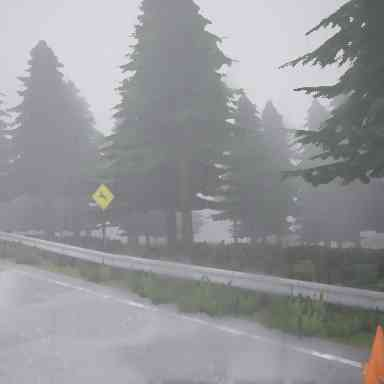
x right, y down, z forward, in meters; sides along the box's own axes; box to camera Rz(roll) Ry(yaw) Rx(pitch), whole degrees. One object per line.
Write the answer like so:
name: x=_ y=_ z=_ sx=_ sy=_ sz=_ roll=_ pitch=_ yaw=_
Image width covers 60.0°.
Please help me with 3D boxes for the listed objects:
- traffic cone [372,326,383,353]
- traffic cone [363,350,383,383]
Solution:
traffic cone: x=2.325 y=1.956 z=4.114 sx=0.340 sy=0.580 sz=0.340 roll=0 pitch=0 yaw=34
traffic cone: x=1.780 y=1.956 z=3.279 sx=0.340 sy=0.580 sz=0.340 roll=0 pitch=0 yaw=34
